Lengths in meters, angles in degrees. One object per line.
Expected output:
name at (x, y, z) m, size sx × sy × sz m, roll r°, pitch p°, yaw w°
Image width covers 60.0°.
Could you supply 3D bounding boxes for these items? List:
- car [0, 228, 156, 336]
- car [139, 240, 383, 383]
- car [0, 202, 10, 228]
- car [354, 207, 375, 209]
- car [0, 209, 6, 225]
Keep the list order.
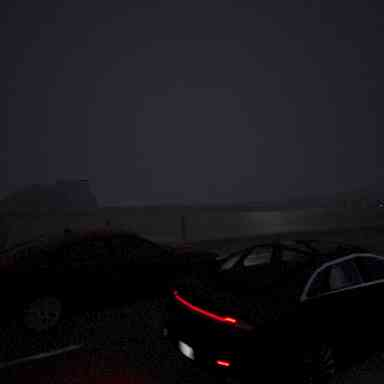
car at (-1.657, 1.465, 6.735) m, size 5.008 × 1.535 × 1.882 m, roll 0°, pitch 0°, yaw -35°
car at (1.948, 1.483, 4.937) m, size 4.902 × 1.511 × 2.128 m, roll 0°, pitch 0°, yaw -34°
car at (-13.818, 1.438, 19.829) m, size 5.008 × 1.535 × 1.882 m, roll 0°, pitch 0°, yaw -35°
car at (22.374, 1.433, 39.824) m, size 4.902 × 1.511 × 2.128 m, roll 0°, pitch 0°, yaw -23°
car at (-12.614, 1.188, 16.423) m, size 5.566 × 2.045 × 2.150 m, roll 0°, pitch 0°, yaw -35°
